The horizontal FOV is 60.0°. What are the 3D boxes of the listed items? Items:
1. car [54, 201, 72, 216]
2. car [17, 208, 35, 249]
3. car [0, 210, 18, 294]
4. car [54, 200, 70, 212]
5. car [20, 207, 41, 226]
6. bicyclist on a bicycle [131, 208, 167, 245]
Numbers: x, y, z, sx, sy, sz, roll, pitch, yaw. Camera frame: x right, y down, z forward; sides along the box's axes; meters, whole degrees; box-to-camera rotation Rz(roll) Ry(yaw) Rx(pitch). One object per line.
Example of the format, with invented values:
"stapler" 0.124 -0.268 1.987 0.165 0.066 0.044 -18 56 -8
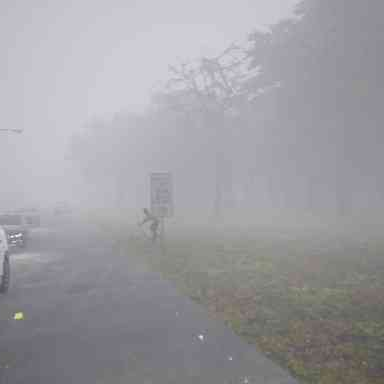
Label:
"car" -16.197 2.159 41.699 1.994 1.385 4.181 -2 0 -22
"car" -8.713 1.778 15.663 1.837 1.490 4.892 -2 0 -22
"car" -4.816 1.363 6.077 2.150 2.045 5.566 -2 0 -22
"car" -19.981 2.113 50.949 2.097 1.767 4.553 -2 0 -24
"car" -13.246 1.925 26.783 1.882 1.535 5.008 -2 0 -22
"bicyclist on a bicycle" -1.910 1.541 14.794 1.656 1.620 0.582 -1 0 -22
